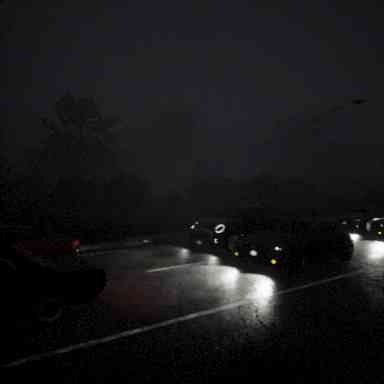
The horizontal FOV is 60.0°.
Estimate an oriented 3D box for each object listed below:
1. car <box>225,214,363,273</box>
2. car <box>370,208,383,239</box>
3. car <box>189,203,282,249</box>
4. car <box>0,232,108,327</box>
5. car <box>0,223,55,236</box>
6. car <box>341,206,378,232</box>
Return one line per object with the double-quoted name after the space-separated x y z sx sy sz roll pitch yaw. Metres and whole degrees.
3.371 1.568 10.715 4.181 1.385 1.994 0 0 -36 "car"
10.710 1.554 15.941 4.181 1.385 1.994 -1 0 -35 "car"
2.099 1.357 14.097 4.553 1.767 2.097 0 0 -36 "car"
-3.970 1.602 5.459 4.718 1.301 1.895 0 0 -35 "car"
-5.193 1.565 8.885 4.181 1.385 1.994 0 0 -36 "car"
10.212 1.530 19.887 4.181 1.385 1.994 -1 1 -35 "car"
